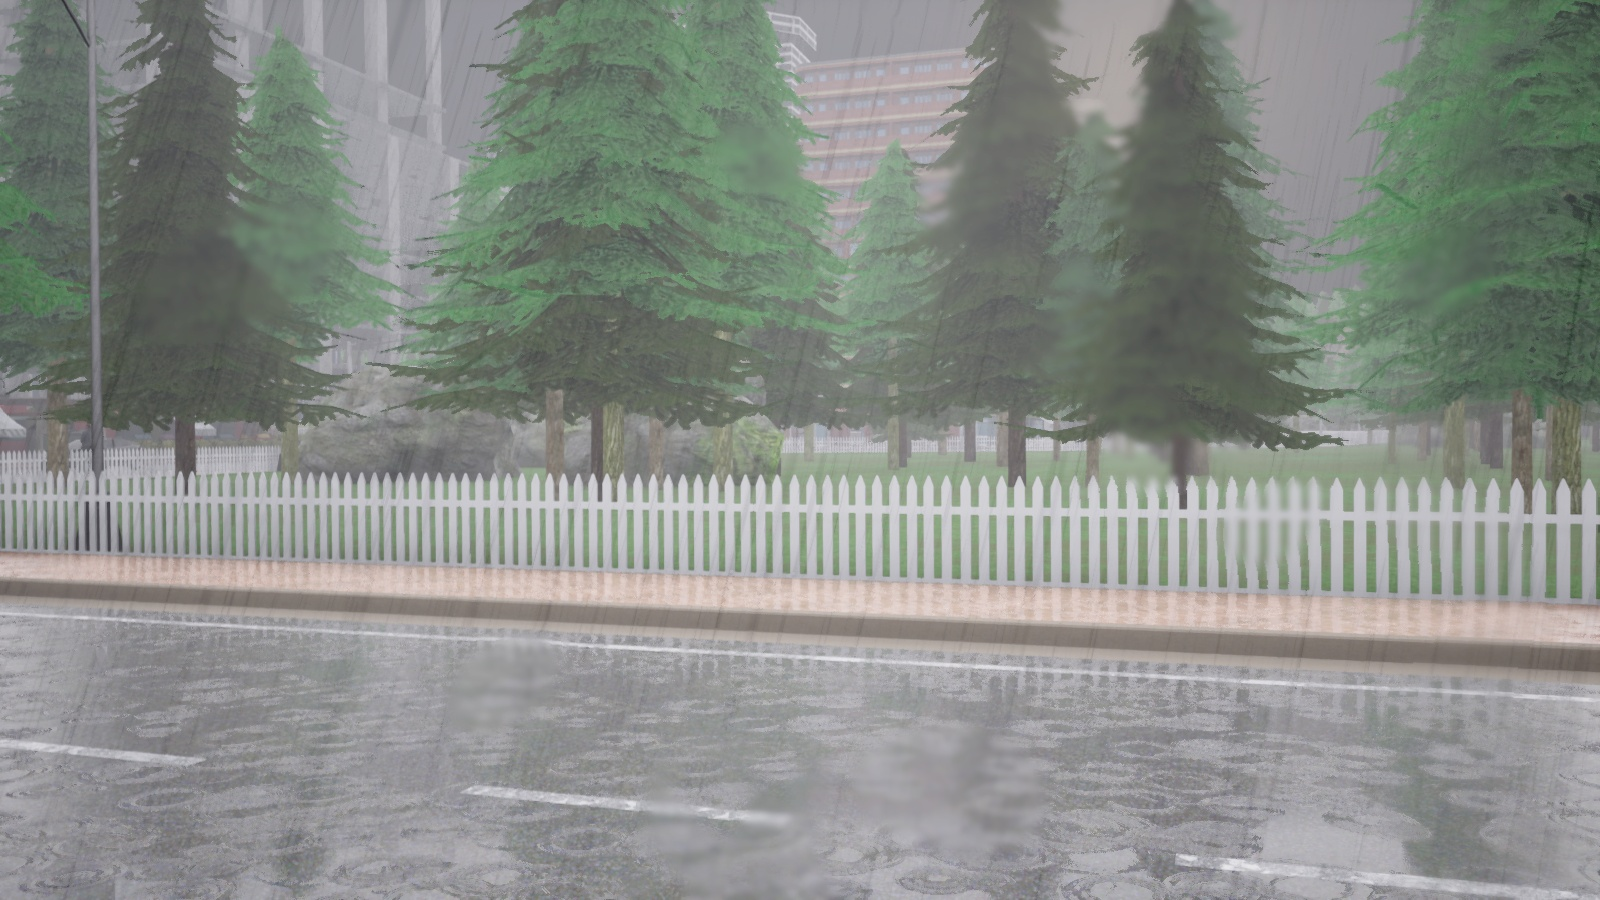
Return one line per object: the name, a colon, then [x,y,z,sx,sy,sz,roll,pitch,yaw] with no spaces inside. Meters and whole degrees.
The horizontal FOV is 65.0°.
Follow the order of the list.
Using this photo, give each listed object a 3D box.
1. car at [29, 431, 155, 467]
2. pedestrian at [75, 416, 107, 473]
car: [-30.636,-0.067,54.507,2.163,1.488,4.792,0,1,11]
pedestrian: [-23.174,-0.188,41.053,0.540,1.848,0.694,0,1,17]
